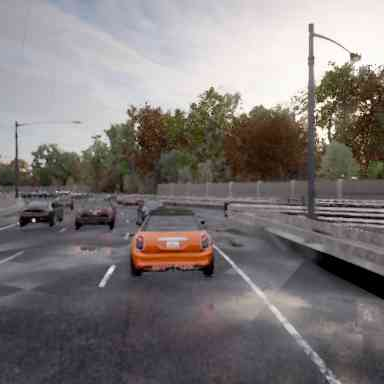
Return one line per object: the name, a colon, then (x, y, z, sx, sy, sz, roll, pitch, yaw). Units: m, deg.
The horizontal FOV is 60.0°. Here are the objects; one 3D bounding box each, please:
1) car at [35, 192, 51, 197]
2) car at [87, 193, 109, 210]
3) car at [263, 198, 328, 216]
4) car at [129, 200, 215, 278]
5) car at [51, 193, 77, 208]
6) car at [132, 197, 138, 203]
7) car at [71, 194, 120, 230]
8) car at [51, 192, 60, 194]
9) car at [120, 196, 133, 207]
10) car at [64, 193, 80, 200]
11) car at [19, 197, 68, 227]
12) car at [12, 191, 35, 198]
car: (-34.405, 0.688, 75.209, 4.892, 1.490, 1.837, 0, 1, 44)
car: (-10.627, 1.004, 37.351, 2.097, 1.767, 4.553, 0, 1, -20)
car: (6.599, 1.118, 22.644, 5.008, 1.535, 1.882, 2, 2, 40)
car: (-0.634, 1.252, 10.069, 2.097, 1.767, 4.553, 0, 1, -5)
car: (-14.387, 1.152, 37.452, 2.128, 1.511, 4.902, 0, 1, -21)
car: (-2.907, 1.312, 24.153, 2.033, 1.411, 5.357, 0, 1, -14)
car: (-5.647, 1.165, 20.041, 2.097, 1.767, 4.553, 0, 1, -11)
car: (-31.892, 0.696, 77.646, 5.357, 1.411, 2.033, 0, 1, 44)
car: (-8.520, 1.145, 43.177, 1.994, 1.385, 4.181, 0, 1, -30)
car: (-25.415, 0.884, 70.308, 1.812, 1.442, 4.674, -1, 1, -40)
car: (-9.419, 1.316, 21.092, 1.837, 1.490, 4.892, 0, 1, -12)
car: (-36.896, 0.575, 72.750, 4.553, 1.767, 2.097, 0, 1, 44)
